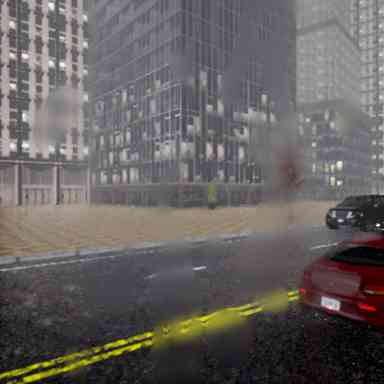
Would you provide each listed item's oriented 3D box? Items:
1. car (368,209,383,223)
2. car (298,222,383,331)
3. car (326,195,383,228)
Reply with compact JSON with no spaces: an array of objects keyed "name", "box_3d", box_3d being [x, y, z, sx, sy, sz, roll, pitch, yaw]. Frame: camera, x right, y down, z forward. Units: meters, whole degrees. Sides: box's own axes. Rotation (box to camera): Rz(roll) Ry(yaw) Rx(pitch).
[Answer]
[{"name":"car","box_3d":[10.511,1.559,15.770,4.718,1.301,1.895,0,0,-38]},{"name":"car","box_3d":[3.935,1.511,6.402,4.674,1.442,1.812,0,0,-37]},{"name":"car","box_3d":[10.140,1.179,19.627,5.566,2.045,2.150,0,0,-39]}]
